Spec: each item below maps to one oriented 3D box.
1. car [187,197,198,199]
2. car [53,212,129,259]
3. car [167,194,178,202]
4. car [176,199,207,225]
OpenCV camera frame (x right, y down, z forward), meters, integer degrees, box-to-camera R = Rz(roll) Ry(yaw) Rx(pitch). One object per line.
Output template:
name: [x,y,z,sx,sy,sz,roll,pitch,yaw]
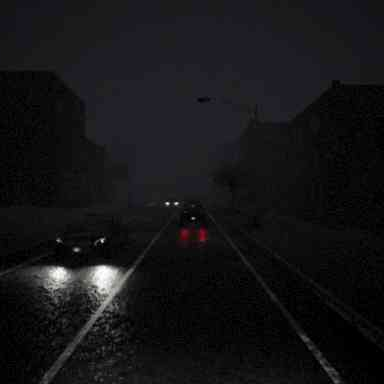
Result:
car: [0.048,1.386,42.880,1.837,1.490,4.892,0,1,0]
car: [-3.604,1.535,12.714,1.812,1.442,4.674,0,0,0]
car: [-3.597,1.054,61.328,1.882,1.535,5.008,0,1,0]
car: [0.077,1.502,24.215,2.128,1.511,4.902,0,0,0]
